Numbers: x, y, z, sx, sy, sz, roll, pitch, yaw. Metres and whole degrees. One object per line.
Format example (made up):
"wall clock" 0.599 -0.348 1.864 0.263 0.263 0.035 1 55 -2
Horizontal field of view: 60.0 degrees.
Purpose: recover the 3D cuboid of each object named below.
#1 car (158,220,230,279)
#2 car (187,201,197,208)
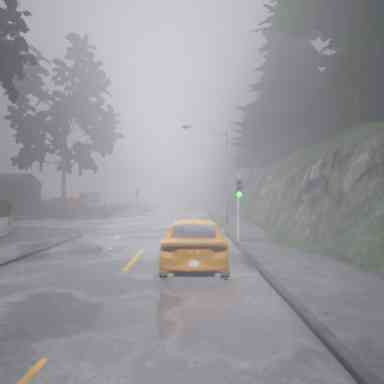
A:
"car" 0.064 1.604 10.495 1.882 1.535 5.008 0 -1 0
"car" 0.063 2.358 63.552 1.895 1.301 4.718 0 -1 0
